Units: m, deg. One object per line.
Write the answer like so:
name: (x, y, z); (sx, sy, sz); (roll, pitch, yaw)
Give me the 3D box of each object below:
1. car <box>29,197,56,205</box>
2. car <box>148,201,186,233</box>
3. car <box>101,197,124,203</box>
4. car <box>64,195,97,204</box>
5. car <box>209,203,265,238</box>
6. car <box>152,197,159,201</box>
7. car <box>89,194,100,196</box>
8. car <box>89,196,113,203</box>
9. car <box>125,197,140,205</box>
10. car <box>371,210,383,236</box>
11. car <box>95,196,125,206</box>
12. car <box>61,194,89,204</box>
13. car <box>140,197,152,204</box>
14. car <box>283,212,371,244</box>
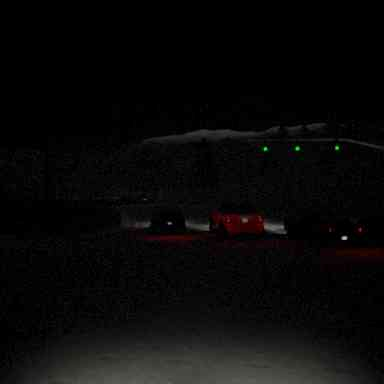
car: (-28.052, 1.721, 62.496); (5.357, 1.411, 2.033); (0, 0, 21)
car: (-1.544, 1.518, 20.130); (1.882, 1.535, 5.008); (0, 0, -8)
car: (-17.448, 1.689, 72.966); (4.718, 1.301, 1.895); (0, 0, 28)
car: (-19.106, 1.696, 57.427); (5.357, 1.411, 2.033); (0, 0, 35)
car: (2.260, 1.380, 17.985); (2.097, 1.767, 4.553); (0, 0, -7)
car: (-9.065, 1.743, 67.317); (4.718, 1.301, 1.895); (0, 0, 38)
car: (-20.876, 1.331, 66.862); (5.566, 2.045, 2.150); (0, 0, 28)
car: (-19.135, 1.599, 69.900); (4.892, 1.490, 1.837); (0, 0, 28)
car: (-12.501, 1.618, 61.071); (5.008, 1.535, 1.882); (0, 0, 38)
car: (9.635, 1.512, 15.360); (1.837, 1.490, 4.892); (0, 0, -6)
car: (-14.443, 1.740, 58.125); (4.718, 1.301, 1.895); (0, 0, 42)
car: (-22.904, 1.502, 63.978); (4.553, 1.767, 2.097); (0, 0, 24)
car: (-10.631, 1.634, 64.057); (4.902, 1.511, 2.128); (0, 0, 38)
car: (6.079, 1.617, 15.986); (1.895, 1.301, 4.718); (0, 0, -6)
